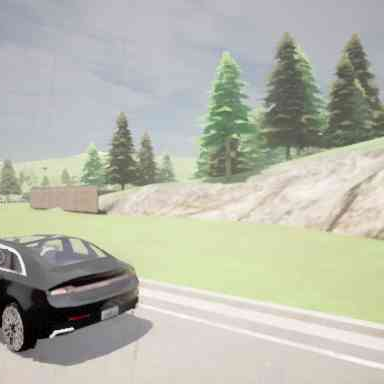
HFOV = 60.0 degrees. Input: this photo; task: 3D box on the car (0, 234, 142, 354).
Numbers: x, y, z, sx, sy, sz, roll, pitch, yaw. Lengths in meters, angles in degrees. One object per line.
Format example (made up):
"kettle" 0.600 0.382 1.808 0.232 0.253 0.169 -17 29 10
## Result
"car" -3.099 1.561 6.287 4.902 1.511 2.128 -1 0 38
